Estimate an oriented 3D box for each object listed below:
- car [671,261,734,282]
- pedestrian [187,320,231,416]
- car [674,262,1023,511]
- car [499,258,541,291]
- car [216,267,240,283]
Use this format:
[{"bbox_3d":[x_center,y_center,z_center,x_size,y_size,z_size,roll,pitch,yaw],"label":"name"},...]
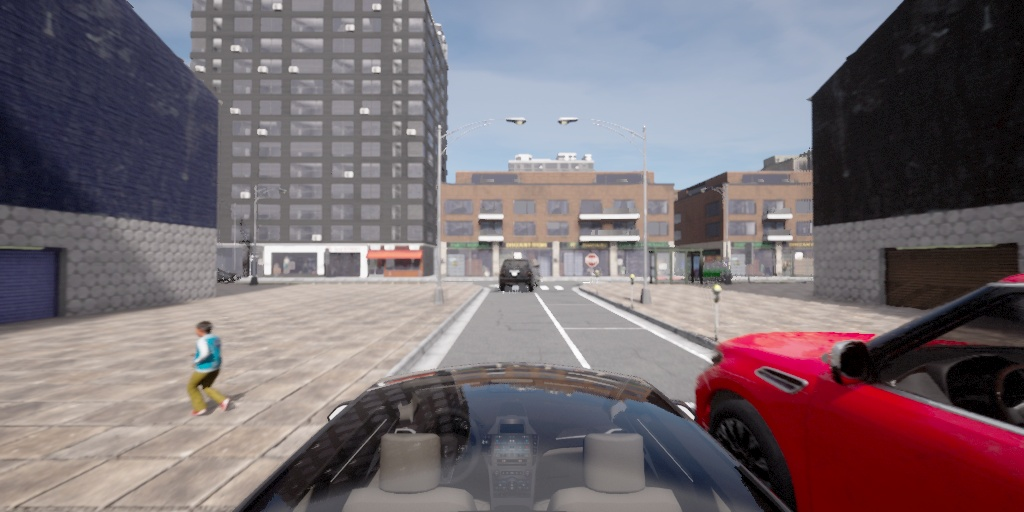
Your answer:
[{"bbox_3d":[17.071,1.359,32.329,4.553,1.767,2.097,0,-1,0],"label":"car"},{"bbox_3d":[-3.521,1.294,4.184,0.500,1.100,0.500,0,-1,0],"label":"pedestrian"},{"bbox_3d":[2.751,0.968,0.934,2.150,2.045,5.566,0,-1,0],"label":"car"},{"bbox_3d":[0.600,1.174,24.075,2.150,2.045,5.566,0,0,10],"label":"car"},{"bbox_3d":[-25.019,1.539,29.253,4.892,1.490,1.837,0,-1,0],"label":"car"}]
